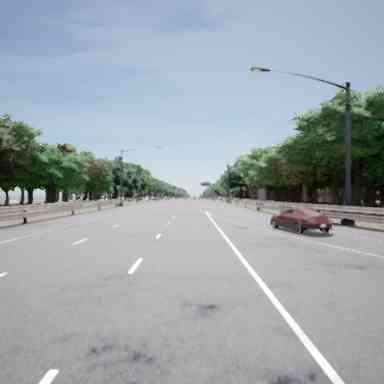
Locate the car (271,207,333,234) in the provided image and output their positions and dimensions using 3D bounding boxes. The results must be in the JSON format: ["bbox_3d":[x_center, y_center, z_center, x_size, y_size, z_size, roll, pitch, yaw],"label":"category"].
[{"bbox_3d":[6.515,1.658,20.139,1.812,1.442,4.674,0,0,-14],"label":"car"}]
